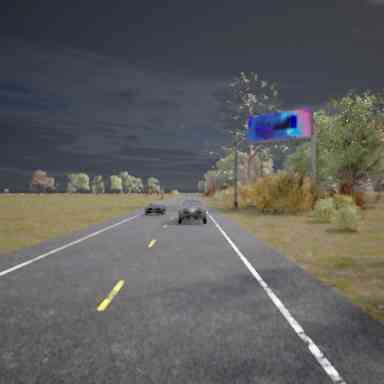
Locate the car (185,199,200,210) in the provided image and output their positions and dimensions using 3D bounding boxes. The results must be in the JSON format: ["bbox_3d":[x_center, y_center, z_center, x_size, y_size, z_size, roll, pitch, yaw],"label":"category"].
[{"bbox_3d":[0.066,1.639,44.145,1.895,1.301,4.718,0,0,0],"label":"car"}]

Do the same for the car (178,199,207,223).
[{"bbox_3d":[0.048,1.374,25.938,2.097,1.767,4.553,0,0,0],"label":"car"}]

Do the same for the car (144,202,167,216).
[{"bbox_3d":[-3.551,1.631,33.171,1.895,1.301,4.718,0,0,0],"label":"car"}]
